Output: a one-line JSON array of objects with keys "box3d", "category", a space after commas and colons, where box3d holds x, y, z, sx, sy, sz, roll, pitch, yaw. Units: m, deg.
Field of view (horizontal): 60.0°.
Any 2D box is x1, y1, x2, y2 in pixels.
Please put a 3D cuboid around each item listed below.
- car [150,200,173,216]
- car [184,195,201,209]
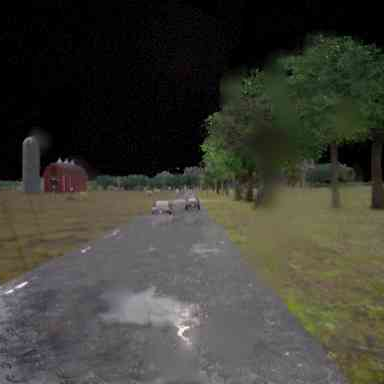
[{"box3d": [-2.850, 1.488, 32.567, 1.812, 1.442, 4.674, 0, 0, 0], "category": "car"}, {"box3d": [0.094, 1.448, 43.740, 1.812, 1.442, 4.674, 0, 0, 0], "category": "car"}]
